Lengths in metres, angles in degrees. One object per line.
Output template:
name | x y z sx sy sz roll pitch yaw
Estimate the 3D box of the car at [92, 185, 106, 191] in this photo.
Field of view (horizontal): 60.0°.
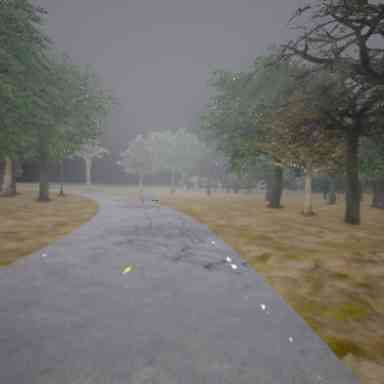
car | -19.938 -0.850 71.183 2.097 1.767 4.553 0 2 -31
